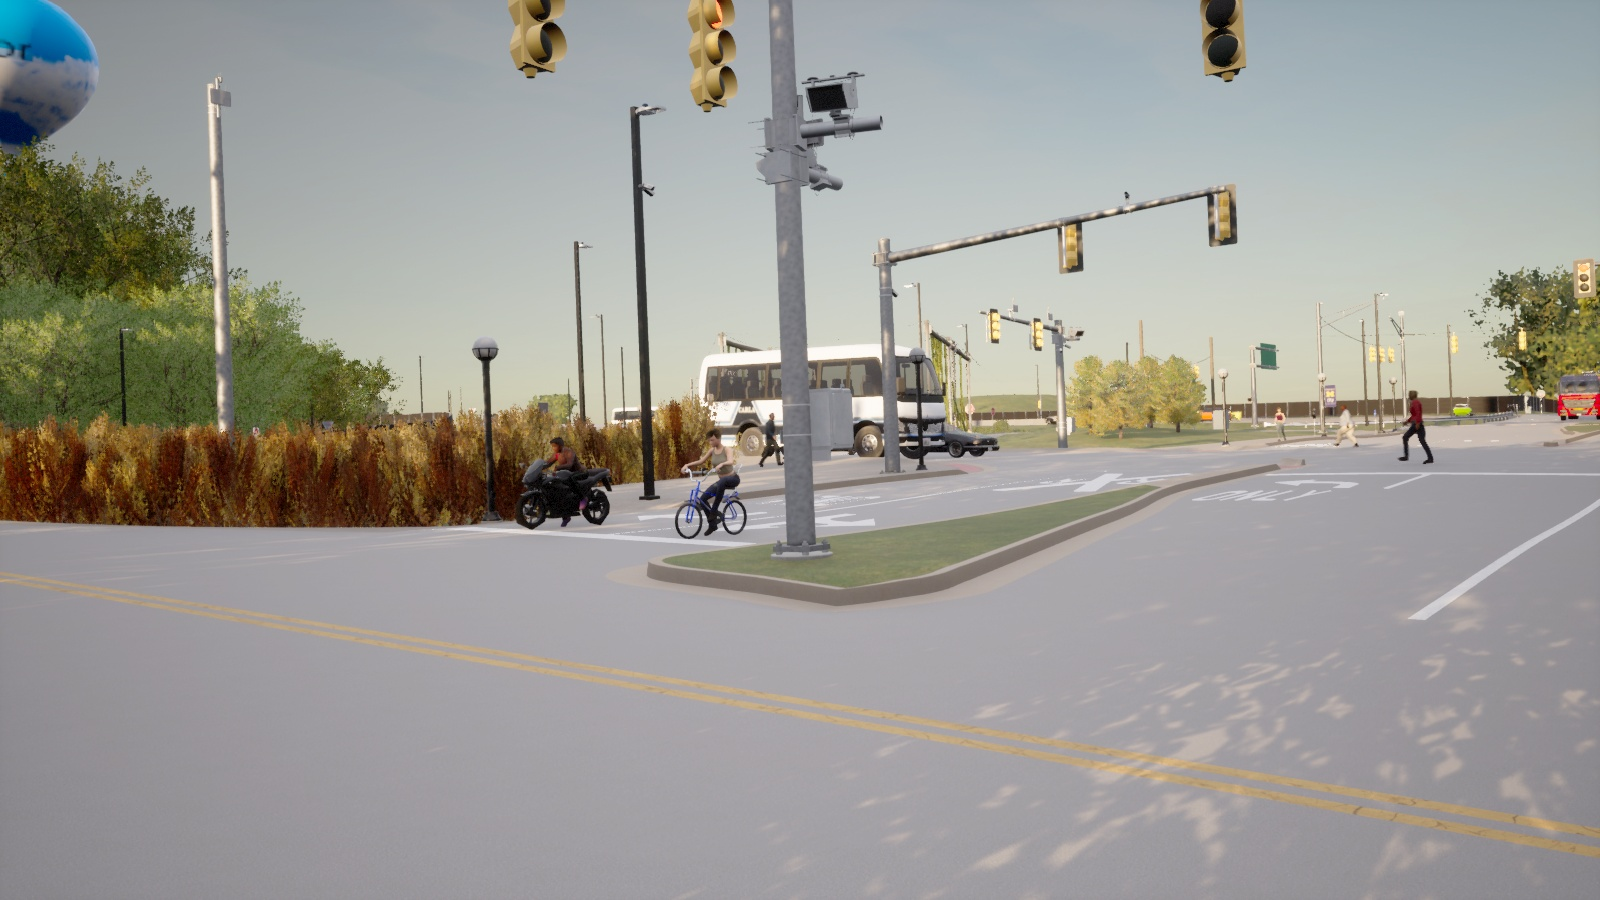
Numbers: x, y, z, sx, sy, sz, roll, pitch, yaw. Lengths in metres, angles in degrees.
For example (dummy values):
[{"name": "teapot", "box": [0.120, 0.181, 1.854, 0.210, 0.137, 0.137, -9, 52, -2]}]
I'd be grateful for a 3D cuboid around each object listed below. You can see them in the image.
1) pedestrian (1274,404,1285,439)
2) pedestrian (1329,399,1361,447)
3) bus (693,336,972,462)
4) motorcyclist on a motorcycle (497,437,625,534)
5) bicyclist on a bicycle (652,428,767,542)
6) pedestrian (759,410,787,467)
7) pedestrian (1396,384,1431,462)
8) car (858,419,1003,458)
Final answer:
[{"name": "pedestrian", "box": [25.404, -1.495, 66.513, 0.345, 1.836, 0.594, -3, 0, 38]}, {"name": "pedestrian", "box": [22.044, -1.092, 50.799, 0.900, 1.855, 0.874, -3, 0, 40]}, {"name": "bus", "box": [1.017, -1.757, 47.452, 10.273, 4.253, 3.944, 0, 1, 40]}, {"name": "motorcyclist on a motorcycle", "box": [-3.961, 0.558, 20.981, 0.797, 1.523, 2.044, -1, 0, 39]}, {"name": "bicyclist on a bicycle", "box": [-1.331, 0.497, 18.663, 0.866, 1.612, 1.509, -1, 0, 41]}, {"name": "pedestrian", "box": [-0.885, -0.373, 40.789, 0.726, 1.842, 0.402, -3, 0, 32]}, {"name": "pedestrian", "box": [14.866, -0.646, 30.427, 0.636, 1.846, 0.331, -3, 0, 44]}, {"name": "car", "box": [5.059, -0.438, 49.106, 5.357, 1.411, 2.033, 0, 1, 37]}]
